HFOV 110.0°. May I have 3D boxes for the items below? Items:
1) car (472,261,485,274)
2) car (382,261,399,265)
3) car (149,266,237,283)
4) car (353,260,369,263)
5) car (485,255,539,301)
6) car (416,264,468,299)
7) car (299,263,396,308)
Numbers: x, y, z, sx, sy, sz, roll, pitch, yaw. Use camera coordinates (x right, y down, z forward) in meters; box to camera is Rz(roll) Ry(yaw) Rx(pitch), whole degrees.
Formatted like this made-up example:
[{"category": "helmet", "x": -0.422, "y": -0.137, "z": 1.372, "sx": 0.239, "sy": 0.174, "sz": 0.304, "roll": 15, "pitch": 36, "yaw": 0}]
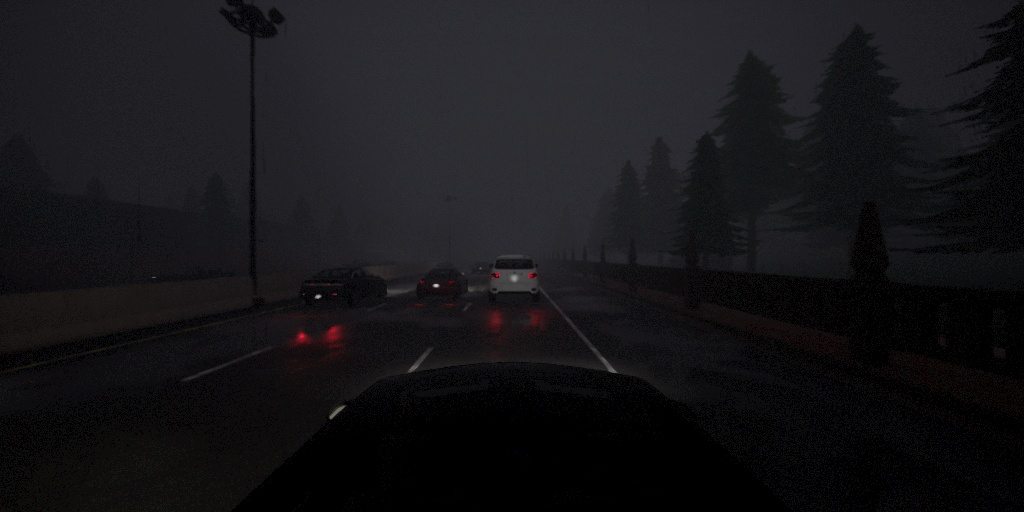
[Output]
[{"category": "car", "x": -3.416, "y": 1.297, "z": 41.020, "sx": 1.994, "sy": 1.385, "sz": 4.181, "roll": 0, "pitch": 0, "yaw": 0}, {"category": "car", "x": -14.017, "y": 1.304, "z": 40.720, "sx": 1.812, "sy": 1.442, "sz": 4.674, "roll": 0, "pitch": 0, "yaw": 0}, {"category": "car", "x": -21.102, "y": 1.340, "z": 23.990, "sx": 1.895, "sy": 1.301, "sz": 4.718, "roll": 0, "pitch": 0, "yaw": 0}, {"category": "car", "x": -17.517, "y": 1.134, "z": 40.689, "sx": 1.895, "sy": 1.301, "sz": 4.718, "roll": 0, "pitch": 0, "yaw": 0}, {"category": "car", "x": 0.092, "y": 0.966, "z": 17.340, "sx": 2.150, "sy": 2.045, "sz": 5.566, "roll": 0, "pitch": 0, "yaw": 0}, {"category": "car", "x": -3.407, "y": 1.307, "z": 18.093, "sx": 1.994, "sy": 1.385, "sz": 4.181, "roll": 0, "pitch": 0, "yaw": 0}, {"category": "car", "x": -6.906, "y": 1.236, "z": 15.211, "sx": 2.128, "sy": 1.511, "sz": 4.902, "roll": 0, "pitch": 0, "yaw": 0}]
